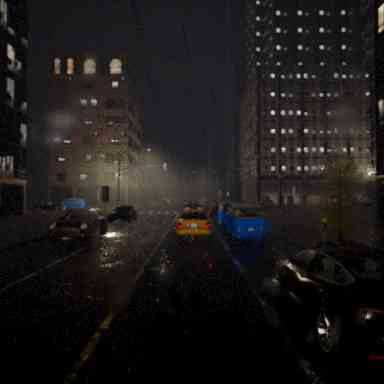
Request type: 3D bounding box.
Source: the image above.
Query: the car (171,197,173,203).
[{"bbox_3d":[-5.758,2.012,71.819,1.967,1.590,4.097,1,0,0],"label":"car"}]

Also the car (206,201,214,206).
[{"bbox_3d":[2.662,1.824,33.732,1.887,1.381,4.507,1,0,0],"label":"car"}]

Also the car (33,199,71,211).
[{"bbox_3d":[-19.896,2.007,46.639,4.403,1.369,2.008,0,-1,1],"label":"car"}]

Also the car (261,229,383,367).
[{"bbox_3d":[2.692,1.617,5.847,1.947,1.339,4.313,1,0,0],"label":"car"}]

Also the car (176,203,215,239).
[{"bbox_3d":[0.079,1.613,18.394,1.801,1.575,5.366,0,-1,0],"label":"car"}]

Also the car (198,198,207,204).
[{"bbox_3d":[2.608,2.193,83.129,1.887,1.381,4.507,1,0,0],"label":"car"}]

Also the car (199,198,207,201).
[{"bbox_3d":[2.614,2.160,77.477,2.008,1.369,4.403,1,0,0],"label":"car"}]

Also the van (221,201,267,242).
[{"bbox_3d":[2.683,1.486,17.004,1.690,1.788,3.998,1,0,0],"label":"van"}]

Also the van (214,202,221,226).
[{"bbox_3d":[2.677,1.532,22.580,1.690,1.788,3.998,1,0,0],"label":"van"}]

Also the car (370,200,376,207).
[{"bbox_3d":[27.852,1.640,46.096,4.507,1.381,1.887,0,-1,1],"label":"car"}]

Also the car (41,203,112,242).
[{"bbox_3d":[-5.698,1.587,17.004,1.967,1.590,4.097,1,0,0],"label":"car"}]

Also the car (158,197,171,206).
[{"bbox_3d":[-5.755,2.114,66.166,1.802,1.307,4.206,1,0,0],"label":"car"}]

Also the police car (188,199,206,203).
[{"bbox_3d":[0.066,1.784,33.655,2.038,1.542,4.974,0,-1,0],"label":"police car"}]

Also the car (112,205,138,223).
[{"bbox_3d":[-5.712,1.803,28.152,1.947,1.339,4.313,1,0,0],"label":"car"}]

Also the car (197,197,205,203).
[{"bbox_3d":[2.595,2.278,94.430,2.008,1.369,4.403,1,0,0],"label":"car"}]

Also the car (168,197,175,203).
[{"bbox_3d":[-5.784,2.169,94.423,1.967,1.590,4.097,1,0,0],"label":"car"}]

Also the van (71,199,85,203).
[{"bbox_3d":[-19.797,1.979,55.021,3.998,1.788,1.690,0,-1,1],"label":"van"}]
